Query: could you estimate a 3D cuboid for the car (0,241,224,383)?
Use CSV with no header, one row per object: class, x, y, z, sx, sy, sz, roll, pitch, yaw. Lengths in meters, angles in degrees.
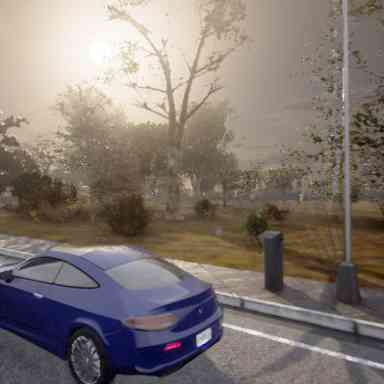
car,-1.733,1.526,5.230,4.674,1.442,1.812,0,0,35
